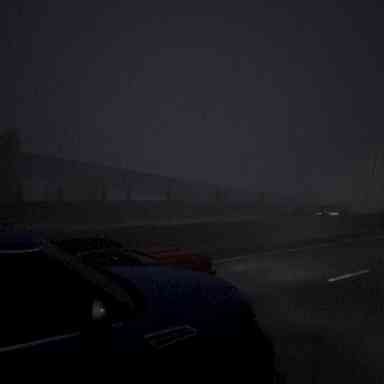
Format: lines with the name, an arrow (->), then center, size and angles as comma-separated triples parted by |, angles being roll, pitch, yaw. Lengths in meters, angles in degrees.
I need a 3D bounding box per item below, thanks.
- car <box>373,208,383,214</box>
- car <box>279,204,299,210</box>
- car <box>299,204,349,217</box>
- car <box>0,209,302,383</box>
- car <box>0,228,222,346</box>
car -> 17.849, 2.089, 29.624 | 4.892, 1.490, 1.837 | 4, -3, -35
car -> 10.187, 1.870, 32.757 | 4.674, 1.442, 1.812 | 3, -2, -35
car -> 12.203, 1.846, 29.896 | 4.892, 1.490, 1.837 | 3, -2, -35
car -> -1.872, 1.223, 2.410 | 5.566, 2.045, 2.150 | 0, 0, -36
car -> -1.806, 1.609, 6.758 | 4.718, 1.301, 1.895 | 0, 0, -36
